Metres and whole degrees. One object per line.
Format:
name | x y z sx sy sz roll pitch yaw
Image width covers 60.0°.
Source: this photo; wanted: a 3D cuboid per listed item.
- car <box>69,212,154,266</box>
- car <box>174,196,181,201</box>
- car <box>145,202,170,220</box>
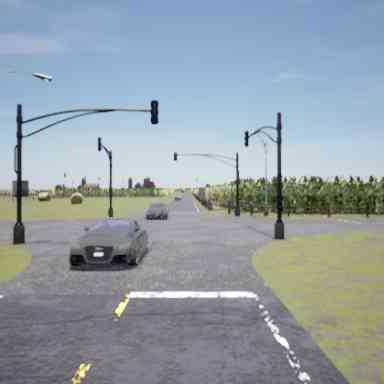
car | -2.674 1.607 11.535 1.994 1.385 4.181 0 0 0
car | -3.835 1.753 87.596 1.895 1.301 4.718 0 0 -1
car | -3.017 1.683 29.561 1.837 1.490 4.892 0 0 -1
